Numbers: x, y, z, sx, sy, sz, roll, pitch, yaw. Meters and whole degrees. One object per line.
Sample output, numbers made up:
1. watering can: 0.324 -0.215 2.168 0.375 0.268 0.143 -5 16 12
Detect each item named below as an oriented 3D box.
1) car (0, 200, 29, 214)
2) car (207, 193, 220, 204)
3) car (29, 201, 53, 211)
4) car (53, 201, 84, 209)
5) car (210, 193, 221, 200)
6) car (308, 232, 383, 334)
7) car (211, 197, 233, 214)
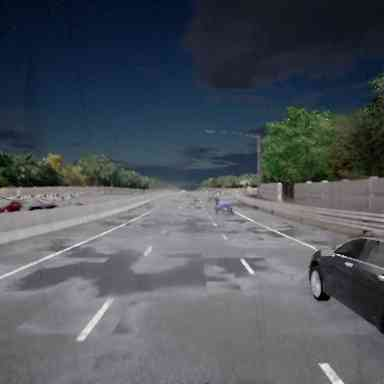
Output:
1. car: -21.046 1.697 37.845 1.882 1.535 5.008 0 0 0
2. car: 3.883 1.206 61.185 1.837 1.490 4.892 0 1 3
3. car: -17.533 1.805 39.647 1.895 1.301 4.718 0 1 1
4. car: -14.041 1.776 38.883 1.994 1.385 4.181 0 0 0
5. car: 5.763 1.033 80.931 2.033 1.411 5.357 0 1 9
6. car: 3.502 1.421 5.517 1.837 1.490 4.892 0 -1 0
7. car: 3.508 1.610 37.504 1.812 1.442 4.674 0 0 0
